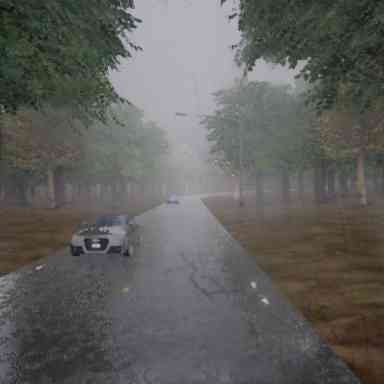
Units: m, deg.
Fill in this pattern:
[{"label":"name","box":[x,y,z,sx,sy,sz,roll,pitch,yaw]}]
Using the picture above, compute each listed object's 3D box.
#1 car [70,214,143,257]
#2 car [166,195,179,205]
[{"label":"car","box":[-3.103,1.542,12.773,1.994,1.385,4.181,0,0,0]},{"label":"car","box":[-3.083,1.297,54.081,1.882,1.535,5.008,0,1,0]}]
